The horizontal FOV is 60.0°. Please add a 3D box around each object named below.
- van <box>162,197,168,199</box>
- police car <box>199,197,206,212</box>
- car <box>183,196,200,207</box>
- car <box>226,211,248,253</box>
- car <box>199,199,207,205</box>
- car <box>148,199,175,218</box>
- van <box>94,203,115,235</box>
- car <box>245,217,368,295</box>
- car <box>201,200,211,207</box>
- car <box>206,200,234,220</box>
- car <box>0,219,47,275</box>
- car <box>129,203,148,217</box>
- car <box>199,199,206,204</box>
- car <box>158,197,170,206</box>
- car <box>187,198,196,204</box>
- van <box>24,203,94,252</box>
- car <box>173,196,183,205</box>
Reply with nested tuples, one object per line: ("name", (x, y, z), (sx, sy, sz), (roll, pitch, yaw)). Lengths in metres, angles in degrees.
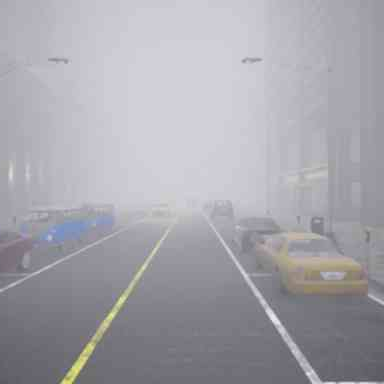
("van", (-5.803, 1.968, 59.191), (1.690, 1.788, 3.998), (0, -1, 0))
("police car", (2.334, 1.912, 46.447), (1.930, 1.638, 5.238), (0, -1, 0))
("car", (-0.045, 1.910, 64.506), (2.150, 2.045, 5.566), (0, -1, 0))
("car", (2.754, 1.713, 14.258), (1.947, 1.339, 4.313), (0, -1, 0))
("car", (2.706, 2.455, 81.679), (1.802, 1.307, 4.206), (0, -1, 0))
("car", (-3.119, 1.839, 34.765), (1.882, 1.535, 5.008), (0, -1, 0))
("van", (-5.775, 1.546, 19.865), (1.690, 1.788, 3.998), (0, -1, 0))
("car", (2.758, 1.616, 8.810), (1.752, 1.417, 4.829), (0, -1, 0))
("car", (2.718, 2.215, 64.995), (1.752, 1.417, 4.829), (0, -1, 0))
("car", (2.742, 1.637, 31.117), (2.192, 1.841, 5.009), (0, -1, 0))
("car", (-5.767, 1.634, 8.626), (1.887, 1.381, 4.507), (0, -1, 0))
("car", (-5.787, 1.906, 36.546), (1.752, 1.417, 4.829), (0, -1, 0))
("car", (2.702, 2.463, 87.468), (1.752, 1.417, 4.829), (0, -1, 0))
("car", (-5.811, 2.065, 70.427), (2.192, 1.841, 5.009), (0, -1, 0))
("car", (-0.057, 2.205, 80.976), (2.128, 1.511, 4.902), (0, -1, 0))
("van", (-5.771, 1.488, 14.246), (1.690, 1.788, 3.998), (0, -1, 0))
("car", (-3.052, 1.962, 75.598), (2.150, 2.045, 5.566), (0, -1, 0))
